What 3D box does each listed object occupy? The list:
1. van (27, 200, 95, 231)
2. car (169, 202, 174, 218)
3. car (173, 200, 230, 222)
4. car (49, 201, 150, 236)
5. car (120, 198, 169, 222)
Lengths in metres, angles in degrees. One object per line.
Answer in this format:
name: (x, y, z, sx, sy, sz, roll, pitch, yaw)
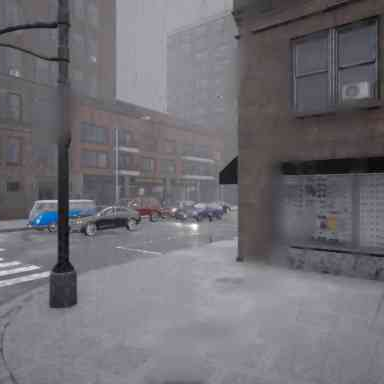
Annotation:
van: (-7.604, 1.358, 19.812, 1.690, 1.788, 3.998, 0, 0, 36)
car: (-1.040, 1.466, 28.877, 1.967, 1.590, 4.097, 0, 0, 36)
car: (0.862, 1.551, 26.805, 1.812, 1.442, 4.674, 0, 0, 36)
car: (-5.006, 1.509, 18.699, 2.128, 1.511, 4.902, 0, 0, 36)
car: (-4.322, 1.337, 24.345, 2.192, 1.841, 5.009, 0, 0, 36)
